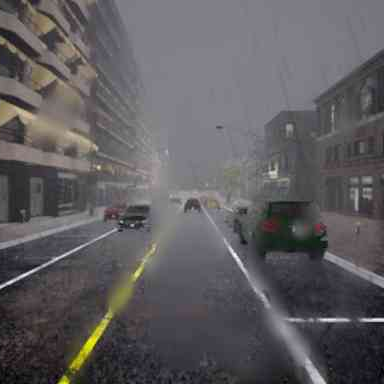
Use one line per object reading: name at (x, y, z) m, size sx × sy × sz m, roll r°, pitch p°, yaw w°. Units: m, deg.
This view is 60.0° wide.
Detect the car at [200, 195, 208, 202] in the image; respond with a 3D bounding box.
car at (2.714, 1.496, 77.313) m, size 1.802 × 1.307 × 4.206 m, roll -1°, pitch 0°, yaw 0°

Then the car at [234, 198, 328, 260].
car at (3.113, 1.212, 12.415) m, size 2.150 × 2.045 × 5.566 m, roll 0°, pitch 0°, yaw 0°

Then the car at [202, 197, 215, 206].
car at (2.704, 1.481, 54.603) m, size 1.887 × 1.381 × 4.507 m, roll -1°, pitch 0°, yaw 0°

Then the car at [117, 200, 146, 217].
car at (-5.685, 1.512, 31.926) m, size 2.008 × 1.369 × 4.403 m, roll -1°, pitch 0°, yaw 0°

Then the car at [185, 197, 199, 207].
car at (0.072, 1.488, 50.524) m, size 2.033 × 1.411 × 5.357 m, roll 0°, pitch 0°, yaw 1°

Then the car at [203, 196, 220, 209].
car at (2.700, 1.473, 43.418) m, size 1.752 × 1.417 × 4.829 m, roll -1°, pitch 0°, yaw 0°

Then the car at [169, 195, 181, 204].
car at (-2.990, 1.530, 61.405) m, size 1.895 × 1.301 × 4.718 m, roll 0°, pitch 0°, yaw 1°

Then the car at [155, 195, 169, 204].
car at (-5.674, 1.476, 60.313) m, size 1.887 × 1.381 × 4.507 m, roll -1°, pitch 0°, yaw 0°

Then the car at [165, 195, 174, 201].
car at (-5.664, 1.460, 83.022) m, size 2.008 × 1.369 × 4.403 m, roll -1°, pitch 0°, yaw 0°

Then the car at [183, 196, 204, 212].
car at (0.093, 1.459, 37.650) m, size 1.837 × 1.490 × 4.892 m, roll 0°, pitch 0°, yaw 0°

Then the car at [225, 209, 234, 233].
car at (3.157, 1.501, 19.386) m, size 1.812 × 1.442 × 4.674 m, roll 0°, pitch 0°, yaw 0°

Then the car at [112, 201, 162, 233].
car at (-3.090, 1.480, 19.637) m, size 1.837 × 1.490 × 4.892 m, roll 0°, pitch 0°, yaw 0°

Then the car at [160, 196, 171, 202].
car at (-5.669, 1.486, 71.668) m, size 1.947 × 1.339 × 4.313 m, roll -1°, pitch 0°, yaw 0°

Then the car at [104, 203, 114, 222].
car at (-5.688, 1.512, 26.248) m, size 1.887 × 1.381 × 4.507 m, roll -1°, pitch 0°, yaw 0°
